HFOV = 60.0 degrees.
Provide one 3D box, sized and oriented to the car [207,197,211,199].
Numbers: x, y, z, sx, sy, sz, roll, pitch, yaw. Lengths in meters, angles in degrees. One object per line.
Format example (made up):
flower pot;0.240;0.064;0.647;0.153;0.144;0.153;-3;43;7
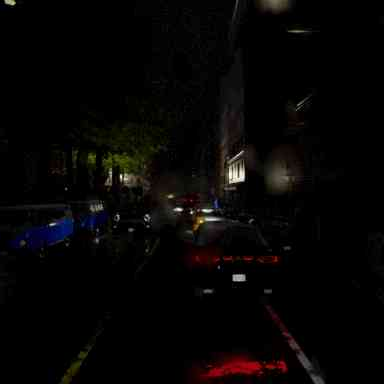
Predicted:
car;2.813;1.522;34.795;1.887;1.381;4.507;0;0;0

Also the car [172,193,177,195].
car;-5.781;1.403;89.584;1.752;1.417;4.829;0;0;0

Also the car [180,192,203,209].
car;-0.053;1.185;44.775;2.150;2.045;5.566;0;0;0

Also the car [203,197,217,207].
car;2.792;1.518;51.776;1.947;1.339;4.313;0;0;0

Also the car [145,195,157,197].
car;-5.726;1.277;46.064;2.192;1.841;5.009;0;0;0

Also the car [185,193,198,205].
car;-0.074;1.160;59.370;2.150;2.045;5.566;0;0;0

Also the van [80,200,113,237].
van;-5.692;1.334;17.775;1.690;1.788;3.998;0;0;0

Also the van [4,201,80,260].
van;-5.686;1.338;12.117;1.690;1.788;3.998;0;0;0

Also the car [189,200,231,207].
car;0.876;1.448;18.973;1.801;1.575;5.366;0;0;0

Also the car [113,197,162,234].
car;-3.123;1.344;19.199;2.097;1.767;4.553;0;0;0

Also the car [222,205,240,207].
car;2.834;1.575;17.813;1.802;1.307;4.206;0;0;0

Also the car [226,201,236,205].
car;2.826;1.571;23.474;1.802;1.307;4.206;0;0;0

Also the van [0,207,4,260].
van;-5.678;1.340;6.459;1.690;1.788;3.998;0;0;0

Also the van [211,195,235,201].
van;2.819;1.325;29.134;1.690;1.788;3.998;0;0;0

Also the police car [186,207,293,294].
police car;0.889;1.423;8.893;1.930;1.638;5.238;0;0;0

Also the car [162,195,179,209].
car;-3.054;1.490;44.282;1.812;1.442;4.674;0;0;0

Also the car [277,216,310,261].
car;2.841;1.541;12.153;1.887;1.381;4.507;0;0;0

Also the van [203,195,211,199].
van;2.798;1.303;46.115;1.690;1.788;3.998;0;0;0
